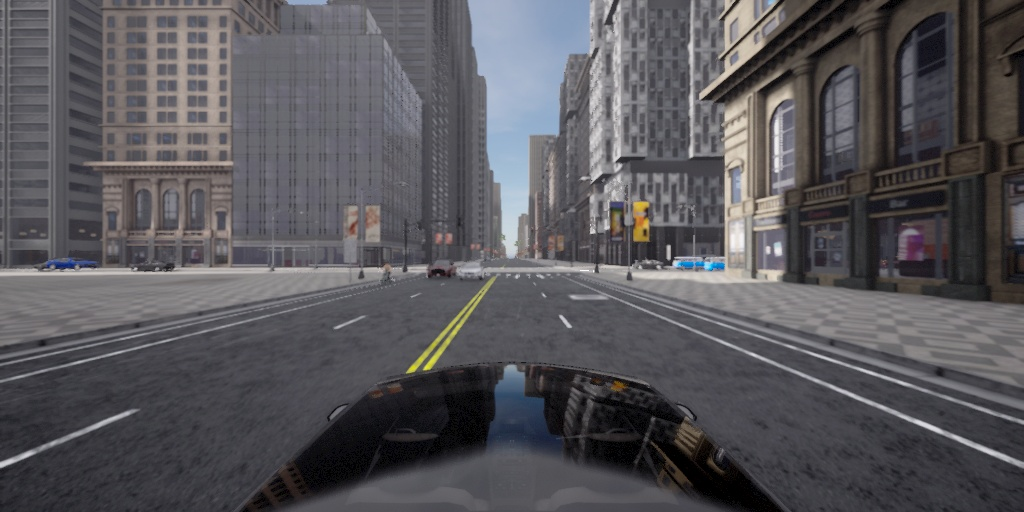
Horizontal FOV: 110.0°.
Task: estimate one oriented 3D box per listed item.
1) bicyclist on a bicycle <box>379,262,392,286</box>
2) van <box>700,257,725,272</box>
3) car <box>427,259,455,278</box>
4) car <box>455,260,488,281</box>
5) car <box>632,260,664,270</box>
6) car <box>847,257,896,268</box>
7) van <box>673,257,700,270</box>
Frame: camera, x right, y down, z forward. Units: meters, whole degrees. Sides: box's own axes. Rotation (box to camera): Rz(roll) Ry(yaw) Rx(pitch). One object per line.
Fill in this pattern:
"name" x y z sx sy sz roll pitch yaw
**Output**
"bicyclist on a bicycle" -8.412 1.182 23.979 0.866 1.612 1.509 0 0 3
"van" 24.696 1.024 41.919 3.998 1.789 1.690 0 0 0
"car" -6.513 1.094 33.855 2.097 1.767 4.553 0 0 0
"car" -3.299 1.269 30.186 1.812 1.442 4.674 0 0 0
"car" 19.109 1.252 50.466 4.403 1.370 2.007 0 0 0
"car" 41.552 1.091 41.853 4.097 1.591 1.967 0 0 0
"van" 24.727 1.032 50.444 3.998 1.789 1.690 0 0 0
